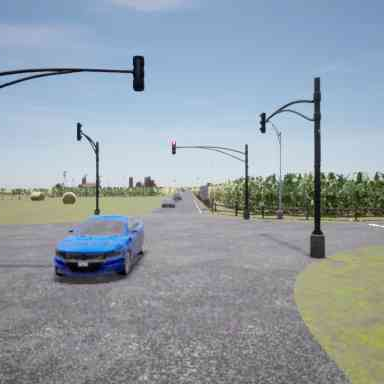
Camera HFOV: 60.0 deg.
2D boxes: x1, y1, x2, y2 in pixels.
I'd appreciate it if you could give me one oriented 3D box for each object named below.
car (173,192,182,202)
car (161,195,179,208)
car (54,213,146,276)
[{"bbox_3d":[-3.477,1.118,76.119,2.150,2.045,5.566,0,0,0],"label":"car"},{"bbox_3d":[-3.250,1.533,46.915,2.033,1.411,5.357,0,0,0],"label":"car"},{"bbox_3d":[-2.654,1.486,10.555,1.882,1.535,5.008,0,0,0],"label":"car"}]
